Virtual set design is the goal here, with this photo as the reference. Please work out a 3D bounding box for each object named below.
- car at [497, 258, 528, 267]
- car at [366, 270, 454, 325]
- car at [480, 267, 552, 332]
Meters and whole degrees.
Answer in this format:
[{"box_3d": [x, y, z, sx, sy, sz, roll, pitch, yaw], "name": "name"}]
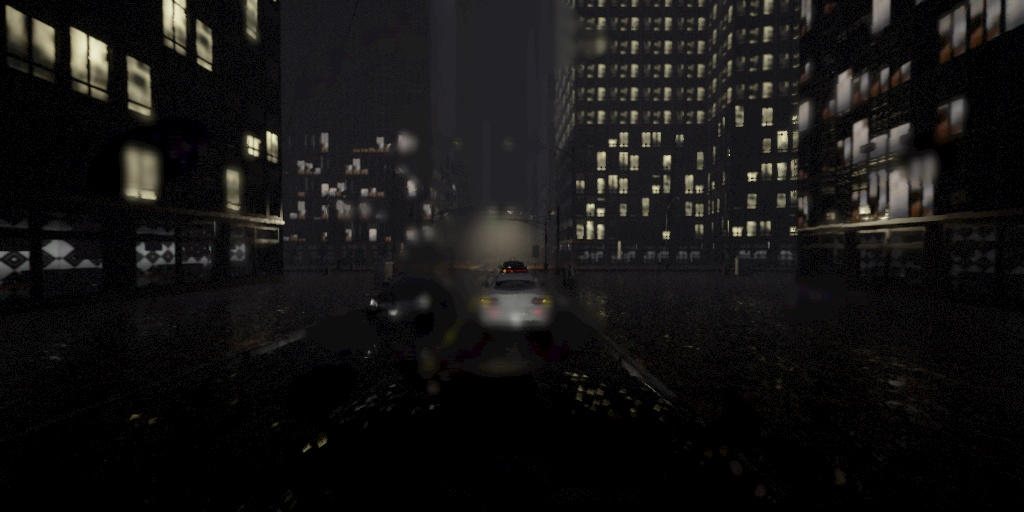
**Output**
[{"box_3d": [0.065, 1.082, 25.474, 1.837, 1.490, 4.892, 0, 1, -2], "name": "car"}, {"box_3d": [-3.071, 1.201, 11.709, 1.812, 1.442, 4.674, 0, 0, 0], "name": "car"}, {"box_3d": [0.104, 1.211, 10.504, 1.812, 1.442, 4.674, 0, 0, 0], "name": "car"}]
